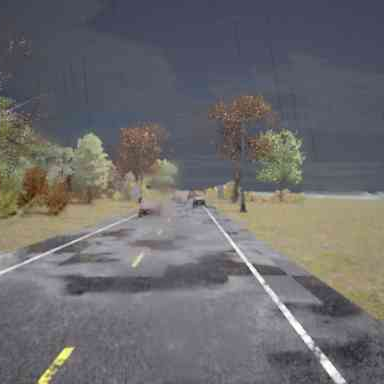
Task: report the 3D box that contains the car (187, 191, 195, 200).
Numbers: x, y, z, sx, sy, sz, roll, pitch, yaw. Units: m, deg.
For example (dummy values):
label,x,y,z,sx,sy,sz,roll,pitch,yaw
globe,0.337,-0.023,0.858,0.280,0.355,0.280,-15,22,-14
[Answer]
label,x,y,z,sx,sy,sz,roll,pitch,yaw
car,0.044,0.845,80.936,2.150,2.045,5.566,0,0,0

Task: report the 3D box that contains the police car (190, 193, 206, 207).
label,x,y,z,sx,sy,sz,roll,pitch,yaw
police car,1.038,1.295,47.668,1.930,1.638,5.238,0,0,0

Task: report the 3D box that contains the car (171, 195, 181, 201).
label,x,y,z,sx,sy,sz,roll,pitch,yaw
car,-3.474,1.298,72.229,1.994,1.385,4.181,0,0,0

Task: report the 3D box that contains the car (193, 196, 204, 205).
label,x,y,z,sx,sy,sz,roll,pitch,yaw
car,1.046,1.365,57.553,1.812,1.442,4.674,0,0,0

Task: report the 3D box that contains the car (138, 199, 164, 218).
label,x,y,z,sx,sy,sz,roll,pitch,yaw
car,-3.604,1.398,29.952,1.882,1.535,5.008,0,0,0
